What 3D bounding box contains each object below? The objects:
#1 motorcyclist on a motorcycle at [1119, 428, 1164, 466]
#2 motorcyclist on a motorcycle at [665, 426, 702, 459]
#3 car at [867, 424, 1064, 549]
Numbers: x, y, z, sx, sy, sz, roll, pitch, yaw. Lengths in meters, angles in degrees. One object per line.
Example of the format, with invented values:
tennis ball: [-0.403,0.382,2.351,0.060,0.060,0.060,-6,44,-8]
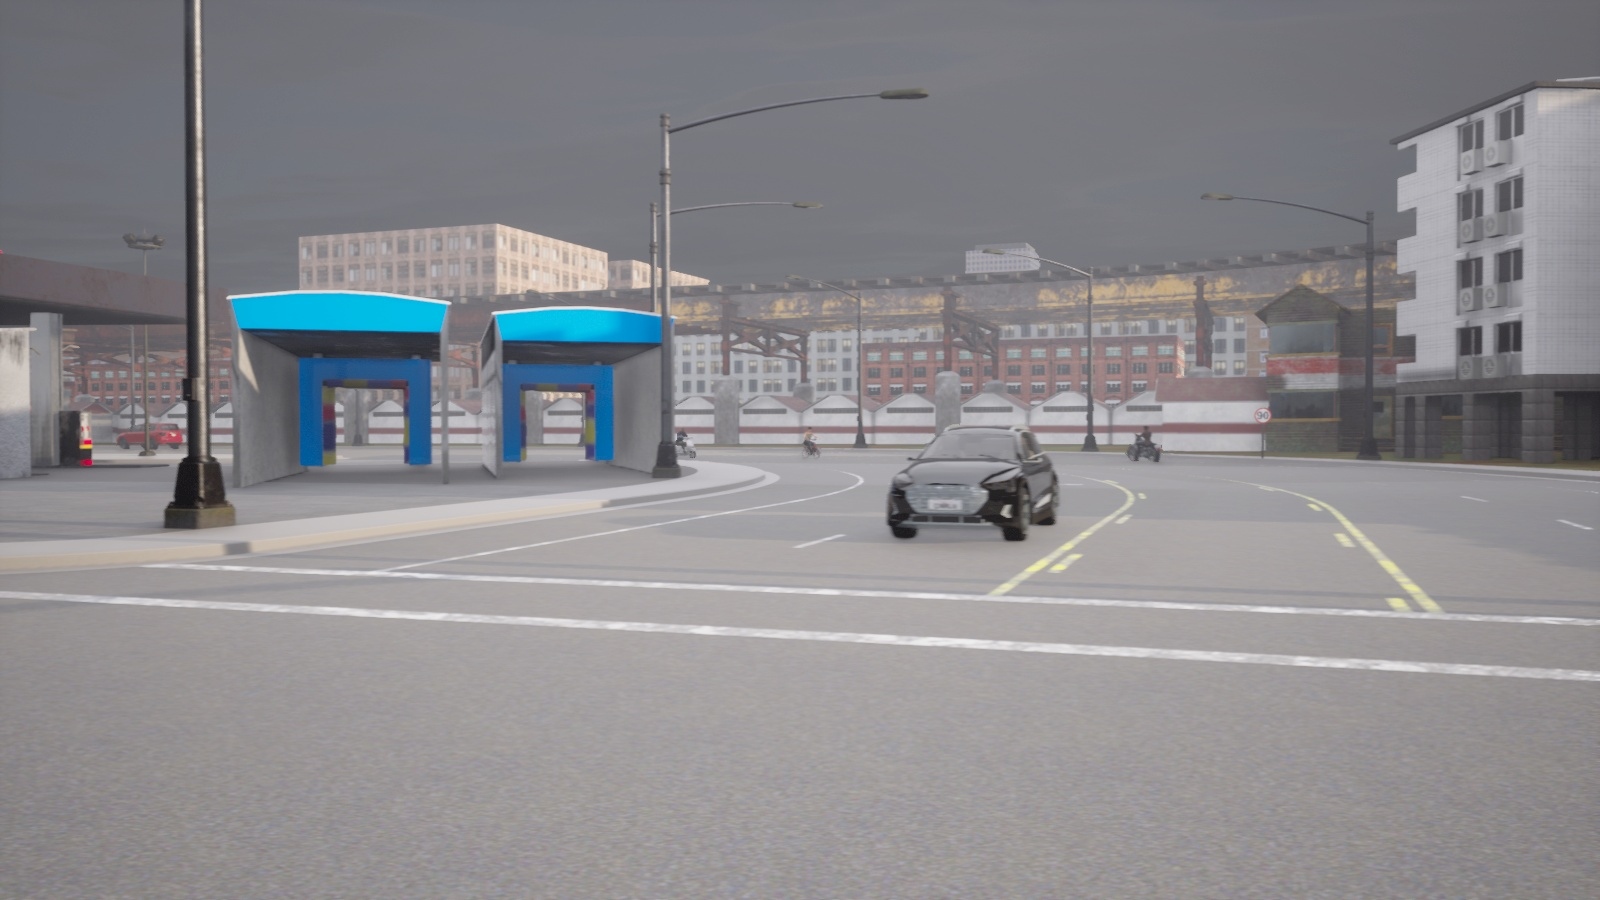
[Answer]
motorcyclist on a motorcycle: [14.966,-0.154,55.164,0.766,1.649,2.350,0,1,-17]
motorcyclist on a motorcycle: [-5.882,-0.390,63.463,1.817,1.590,0.866,1,2,45]
car: [2.693,0.442,19.292,2.033,1.649,4.856,1,1,19]
